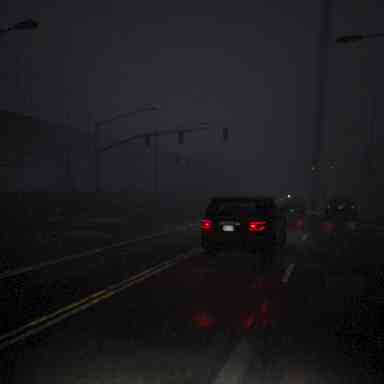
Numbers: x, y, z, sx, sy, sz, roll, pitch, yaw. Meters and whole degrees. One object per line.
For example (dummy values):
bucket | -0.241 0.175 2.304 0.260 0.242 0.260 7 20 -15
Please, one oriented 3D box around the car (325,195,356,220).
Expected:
car | 11.585 1.125 25.940 2.097 1.767 4.553 0 0 24

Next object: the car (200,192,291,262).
car | 2.092 1.133 12.145 2.150 2.045 5.566 0 0 23

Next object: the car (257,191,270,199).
car | 16.439 0.647 75.908 2.128 1.511 4.902 0 1 22

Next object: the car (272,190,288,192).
car | 19.805 0.647 74.897 2.033 1.411 5.357 0 1 22

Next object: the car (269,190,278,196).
car | 21.986 0.283 89.634 1.994 1.385 4.181 0 2 22

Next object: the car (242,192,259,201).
car | 11.058 0.905 62.664 2.128 1.511 4.902 0 1 23

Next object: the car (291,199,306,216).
car | 8.922 1.293 29.015 1.812 1.442 4.674 0 0 22
